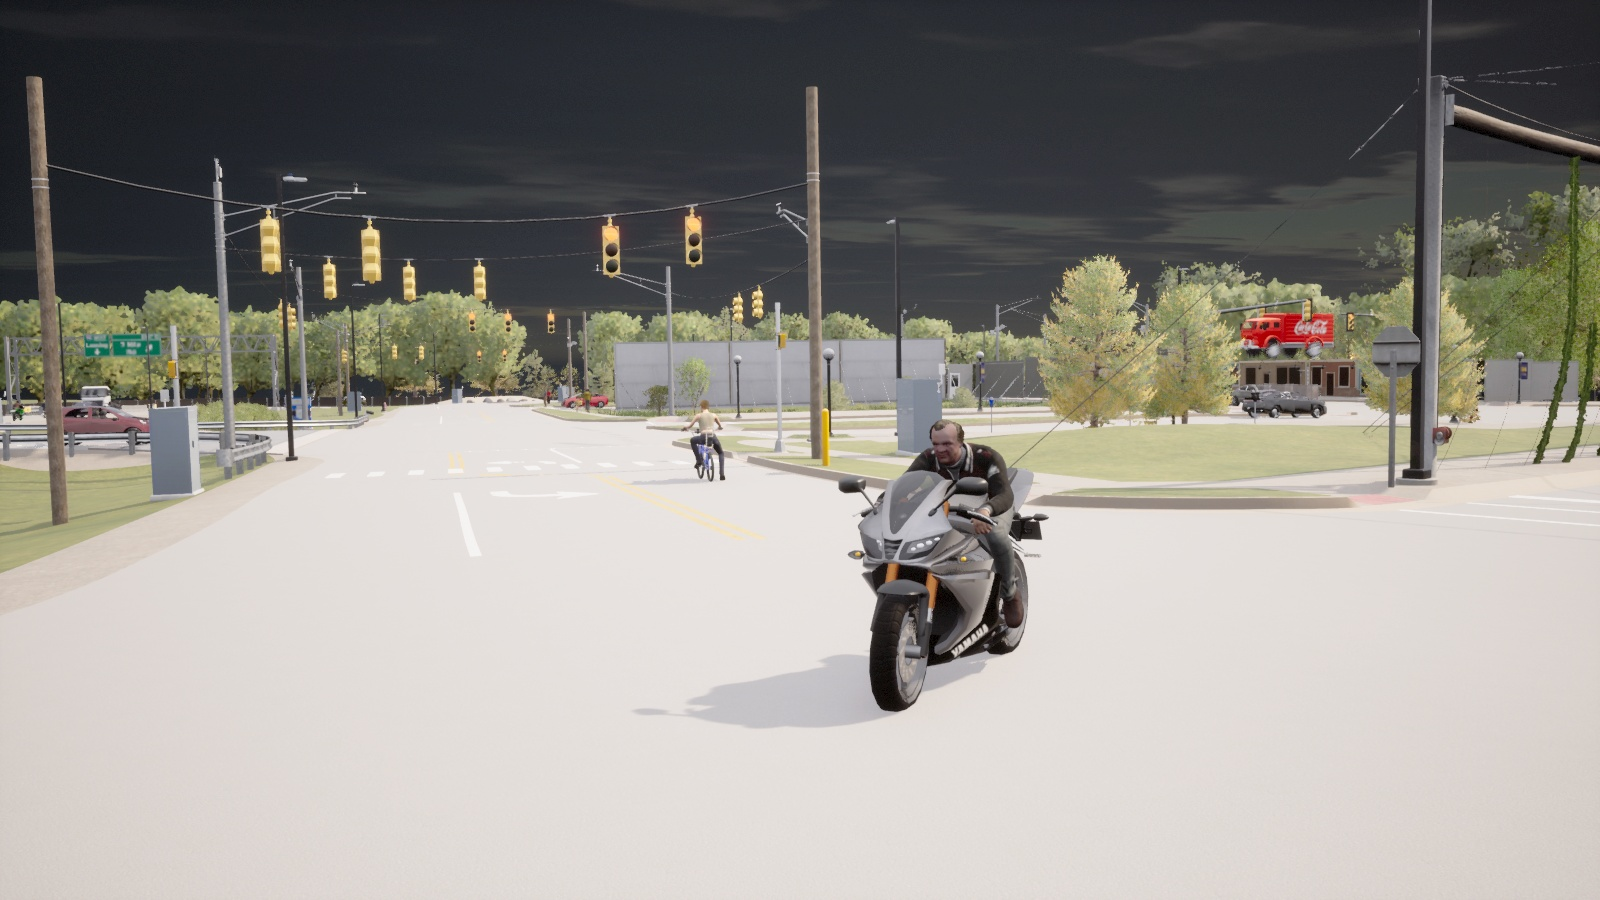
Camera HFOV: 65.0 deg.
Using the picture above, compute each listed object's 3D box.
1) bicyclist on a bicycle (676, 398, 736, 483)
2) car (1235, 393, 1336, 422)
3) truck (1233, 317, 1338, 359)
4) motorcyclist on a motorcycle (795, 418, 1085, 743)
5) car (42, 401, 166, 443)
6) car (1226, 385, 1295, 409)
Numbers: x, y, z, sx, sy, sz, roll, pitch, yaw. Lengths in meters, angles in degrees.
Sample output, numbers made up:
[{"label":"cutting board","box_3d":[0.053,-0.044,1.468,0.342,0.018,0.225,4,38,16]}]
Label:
[{"label":"bicyclist on a bicycle","box_3d":[-1.890,-0.209,24.951,0.866,1.612,1.509,-2,3,-16]},{"label":"car","box_3d":[26.536,-2.330,68.683,4.902,1.511,2.128,-1,3,-20]},{"label":"truck","box_3d":[29.003,-6.726,75.114,5.204,2.467,2.627,-1,6,-15]},{"label":"motorcyclist on a motorcycle","box_3d":[0.894,0.607,7.232,0.866,1.530,2.191,0,3,29]},{"label":"car","box_3d":[-26.082,-1.086,47.182,3.633,1.501,1.845,-1,3,-11]},{"label":"car","box_3d":[33.317,-3.851,91.034,2.152,1.651,5.027,-2,4,-15]}]
